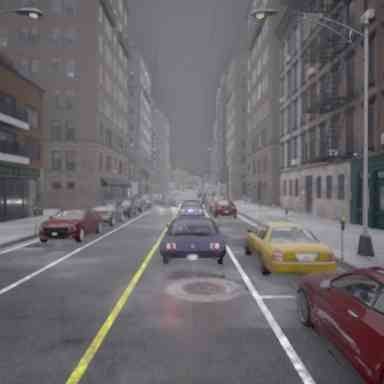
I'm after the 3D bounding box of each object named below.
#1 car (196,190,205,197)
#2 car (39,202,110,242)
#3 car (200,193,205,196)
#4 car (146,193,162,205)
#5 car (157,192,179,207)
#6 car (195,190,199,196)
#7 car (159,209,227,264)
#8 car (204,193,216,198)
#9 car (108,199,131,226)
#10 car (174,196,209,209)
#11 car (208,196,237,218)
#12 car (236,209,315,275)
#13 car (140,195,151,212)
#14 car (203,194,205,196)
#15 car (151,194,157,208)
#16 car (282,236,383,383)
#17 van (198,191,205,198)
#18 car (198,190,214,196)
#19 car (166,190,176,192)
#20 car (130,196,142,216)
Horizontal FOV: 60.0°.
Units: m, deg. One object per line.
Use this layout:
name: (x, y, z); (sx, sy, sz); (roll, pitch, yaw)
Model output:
car: (2.375, 0.433, 93.080); (2.192, 1.841, 5.009); (0, 1, 0)
car: (-5.441, 1.398, 15.398); (1.887, 1.381, 4.507); (0, 1, 0)
car: (2.489, 1.138, 43.835); (2.008, 1.369, 4.403); (0, 1, 0)
car: (-5.555, 0.972, 49.489); (1.967, 1.590, 4.097); (0, 1, 0)
car: (-2.976, 1.113, 41.551); (1.837, 1.490, 4.892); (0, 1, 0)
car: (2.443, 0.591, 76.570); (2.192, 1.841, 5.009); (0, 1, 0)
car: (0.030, 1.493, 11.388); (1.895, 1.301, 4.718); (0, 1, 0)
car: (2.527, 1.135, 32.470); (1.967, 1.590, 4.097); (0, 1, 0)
car: (-5.460, 1.351, 21.080); (2.008, 1.369, 4.403); (0, 1, 0)
car: (-0.021, 1.308, 25.424); (2.033, 1.411, 5.357); (0, 1, 0)
car: (2.546, 1.293, 26.789); (1.887, 1.381, 4.507); (0, 1, 0)
car: (2.602, 1.432, 9.913); (1.752, 1.417, 4.829); (0, 1, 0)
car: (-5.498, 1.259, 32.444); (1.947, 1.339, 4.313); (0, 1, 0)
car: (2.508, 1.186, 38.153); (1.887, 1.381, 4.507); (0, 1, 0)
car: (-5.517, 1.080, 38.125); (1.967, 1.590, 4.097); (0, 1, 0)
car: (2.622, 1.543, 4.061); (1.802, 1.307, 4.206); (0, 1, 0)
van: (2.398, 0.512, 87.577); (1.690, 1.788, 3.998); (0, 1, 0)
car: (2.470, 0.848, 49.515); (2.192, 1.841, 5.009); (0, 1, 0)
car: (-5.694, 0.537, 82.045); (2.192, 1.841, 5.009); (0, 1, 0)
car: (-5.479, 1.292, 26.762); (1.887, 1.381, 4.507); (0, 1, 0)
